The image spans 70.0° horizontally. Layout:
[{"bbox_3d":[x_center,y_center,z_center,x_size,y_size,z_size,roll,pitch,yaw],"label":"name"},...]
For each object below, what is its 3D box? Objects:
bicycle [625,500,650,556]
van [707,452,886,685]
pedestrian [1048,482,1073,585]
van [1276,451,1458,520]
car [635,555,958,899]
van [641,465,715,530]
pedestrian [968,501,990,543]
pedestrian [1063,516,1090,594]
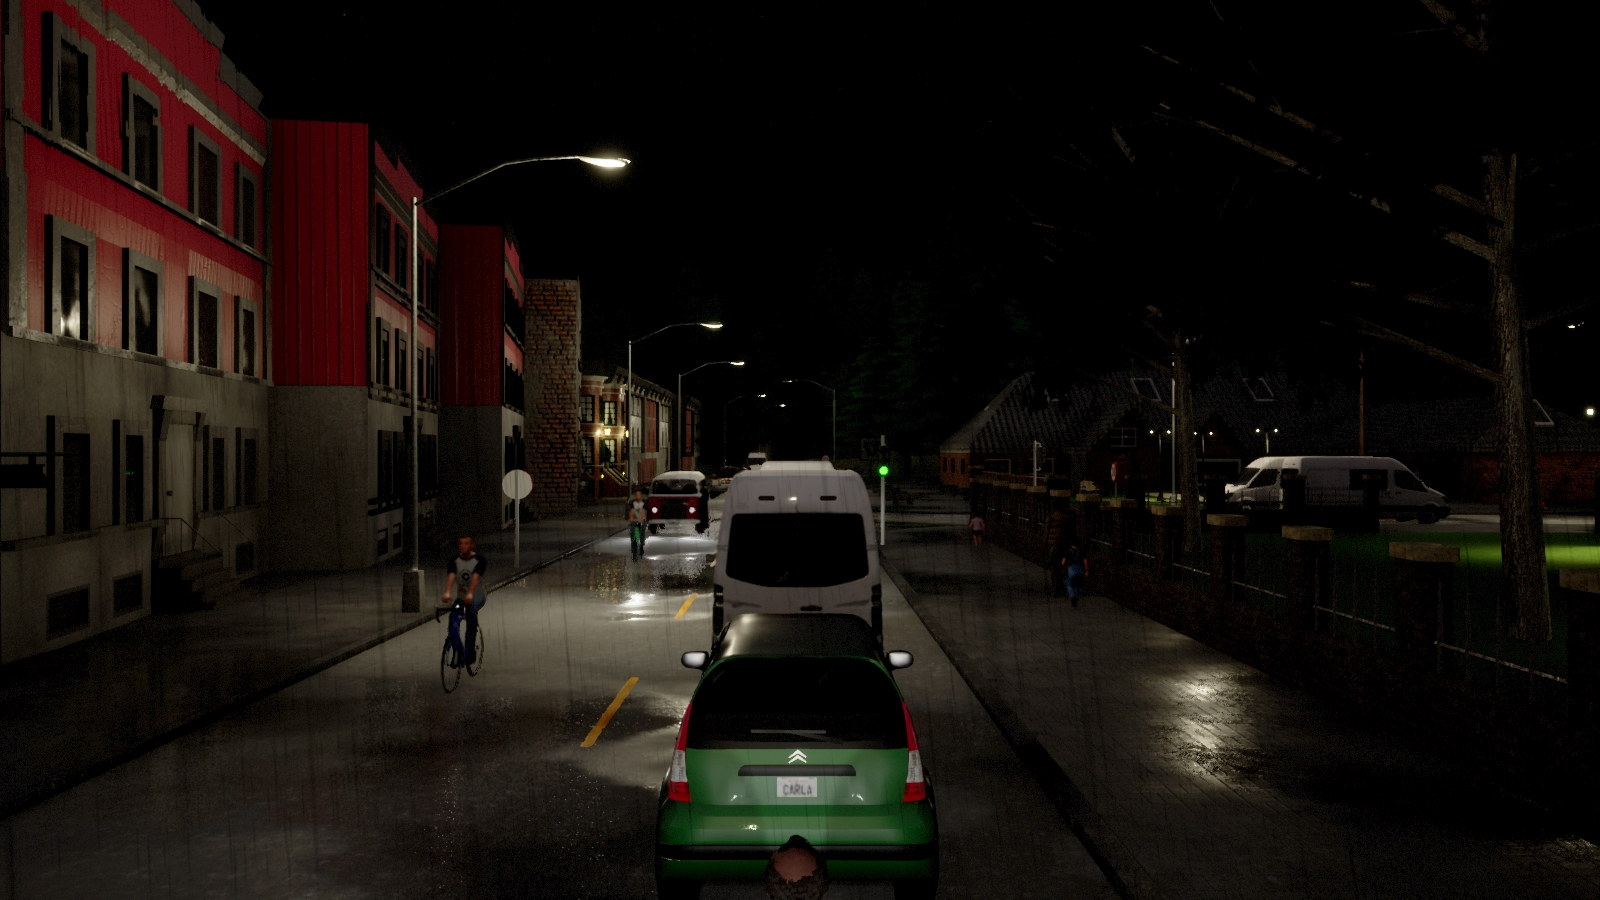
[{"bbox_3d":[-4.067,1.936,28.659,0.373,1.296,1.643,0,0,0],"label":"bicycle"},{"bbox_3d":[-0.049,1.315,15.611,1.988,2.561,5.915,0,0,0],"label":"van"},{"bbox_3d":[4.758,1.525,20.892,0.375,1.860,0.375,0,0,0],"label":"pedestrian"},{"bbox_3d":[21.507,1.315,43.522,5.915,2.561,1.988,0,0,1],"label":"van"},{"bbox_3d":[-0.023,1.779,8.527,1.851,1.617,3.988,0,0,0],"label":"car"},{"bbox_3d":[-4.098,1.562,39.001,2.069,2.038,4.480,0,0,0],"label":"van"},{"bbox_3d":[4.744,1.904,30.319,0.500,1.100,0.500,0,0,0],"label":"pedestrian"},{"bbox_3d":[4.762,1.805,19.713,0.375,1.300,0.375,0,0,0],"label":"pedestrian"}]
